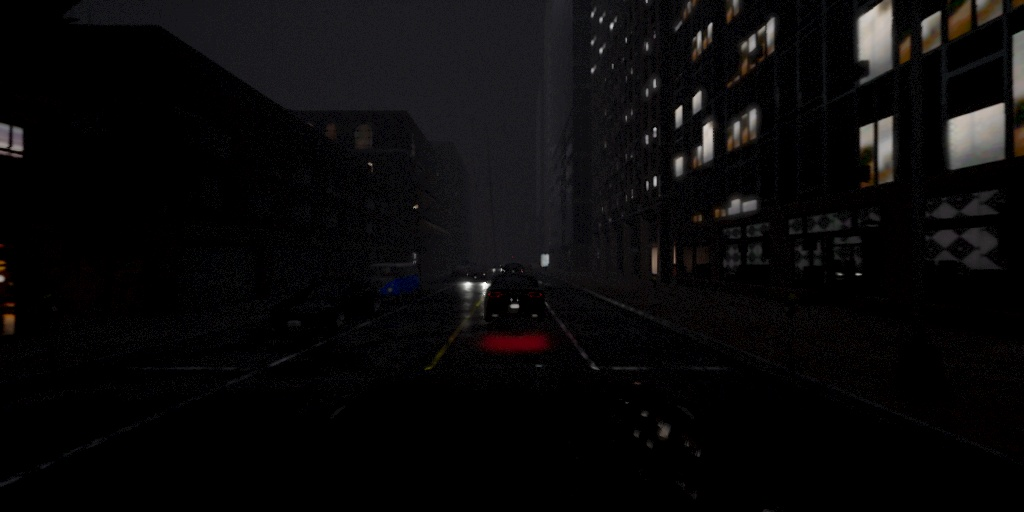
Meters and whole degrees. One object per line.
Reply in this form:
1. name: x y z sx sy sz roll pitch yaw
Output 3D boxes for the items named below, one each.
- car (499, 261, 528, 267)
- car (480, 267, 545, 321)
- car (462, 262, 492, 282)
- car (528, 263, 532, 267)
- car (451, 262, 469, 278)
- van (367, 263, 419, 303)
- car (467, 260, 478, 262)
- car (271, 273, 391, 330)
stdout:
1. car: 0.107 1.393 33.196 2.097 1.767 4.553 0 -1 0
2. car: 0.094 1.331 12.942 1.882 1.535 5.008 0 0 0
3. car: -3.086 1.562 32.649 1.812 1.442 4.674 0 -1 0
4. car: 2.712 1.853 62.541 1.751 1.417 4.829 0 0 0
5. car: -5.677 1.687 39.780 1.802 1.307 4.207 0 0 0
6. van: -5.684 1.234 17.188 1.690 1.789 3.998 0 0 0
7. car: -5.673 1.531 51.077 2.192 1.841 5.009 0 0 0
8. car: -5.687 1.407 11.539 1.948 1.339 4.313 0 0 0
